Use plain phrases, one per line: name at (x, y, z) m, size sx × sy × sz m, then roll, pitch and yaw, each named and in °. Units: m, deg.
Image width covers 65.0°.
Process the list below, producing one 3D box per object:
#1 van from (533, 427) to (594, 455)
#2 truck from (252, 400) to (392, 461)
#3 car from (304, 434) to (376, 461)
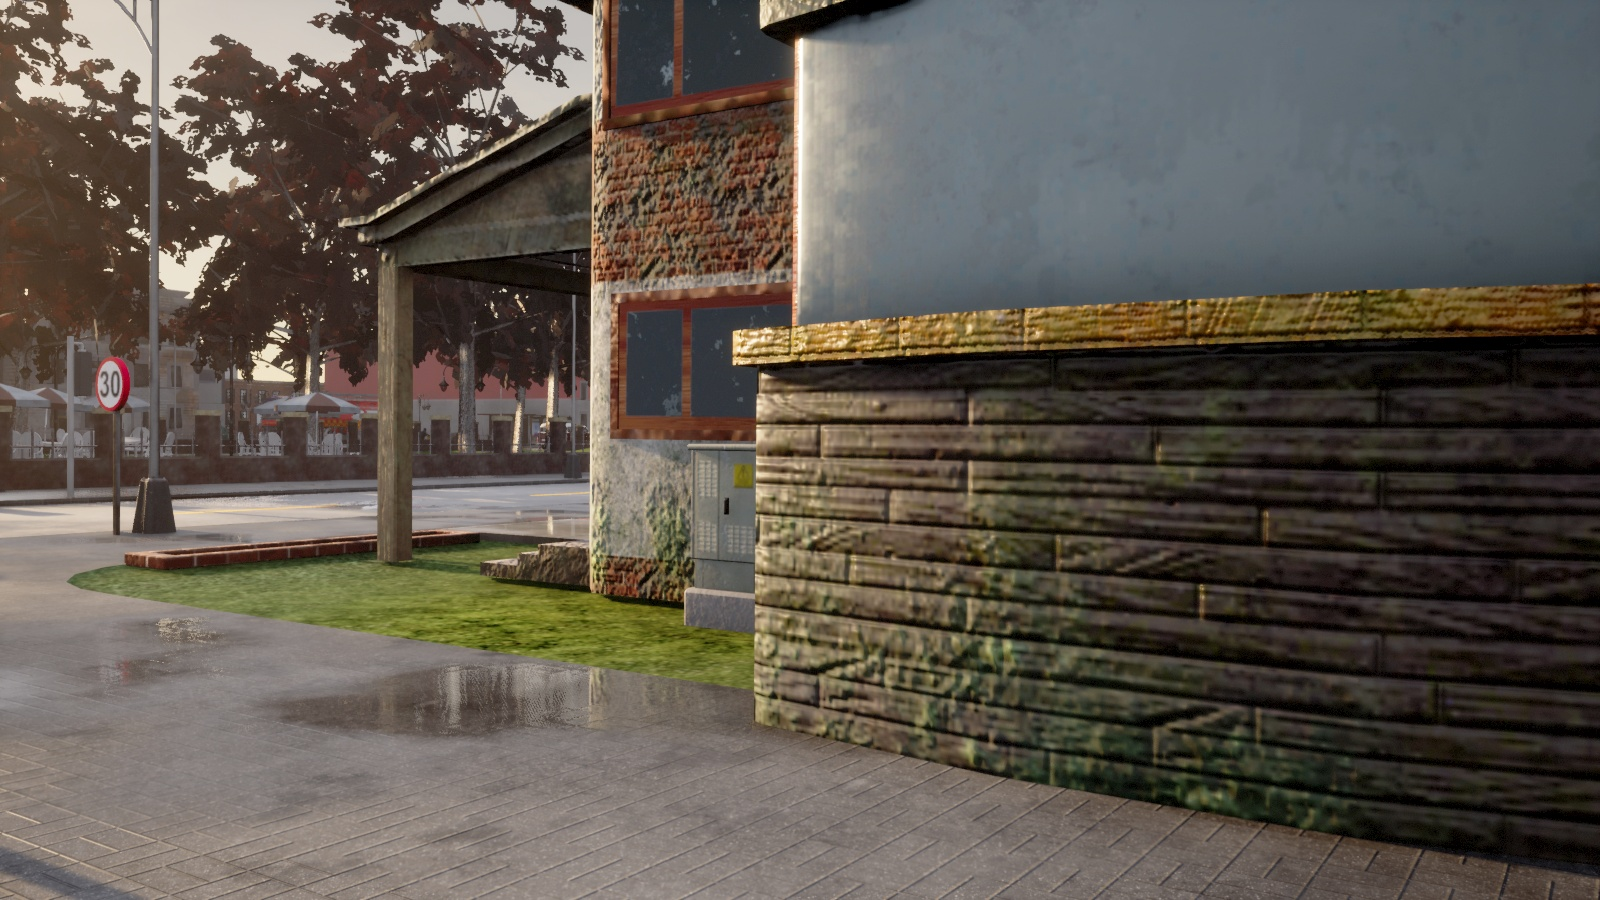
van at (-18.045, -0.693, 96.037) m, size 2.069 × 2.038 × 4.480 m, roll 0°, pitch 1°, yaw 34°
truck at (-31.440, -1.282, 83.012) m, size 2.891 × 3.827 × 8.468 m, roll 0°, pitch 1°, yaw 33°
car at (-29.045, -0.191, 79.377) m, size 1.851 × 1.617 × 3.988 m, roll 0°, pitch 1°, yaw 33°
